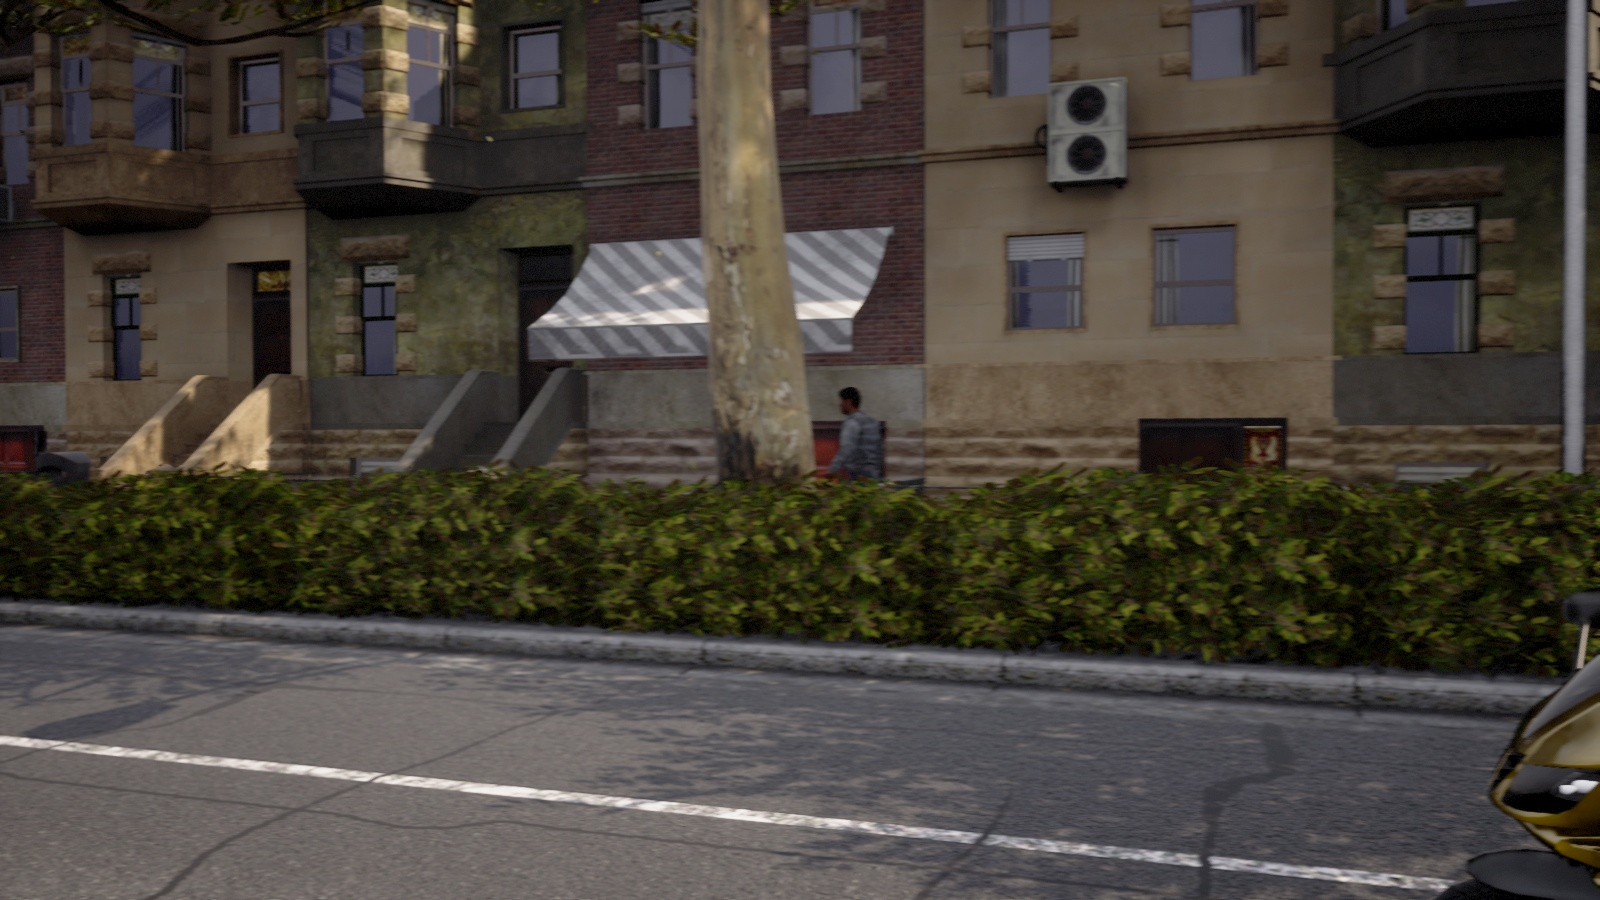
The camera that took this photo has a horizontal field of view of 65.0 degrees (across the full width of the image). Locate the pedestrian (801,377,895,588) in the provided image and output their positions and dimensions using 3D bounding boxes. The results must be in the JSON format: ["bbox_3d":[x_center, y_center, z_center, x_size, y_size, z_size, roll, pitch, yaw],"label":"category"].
[{"bbox_3d":[0.455,0.294,11.910,0.788,1.949,0.423,1,1,24],"label":"pedestrian"}]

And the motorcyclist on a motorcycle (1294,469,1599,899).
[{"bbox_3d":[2.172,0.830,2.463,2.191,1.530,0.866,1,1,19],"label":"motorcyclist on a motorcycle"}]
